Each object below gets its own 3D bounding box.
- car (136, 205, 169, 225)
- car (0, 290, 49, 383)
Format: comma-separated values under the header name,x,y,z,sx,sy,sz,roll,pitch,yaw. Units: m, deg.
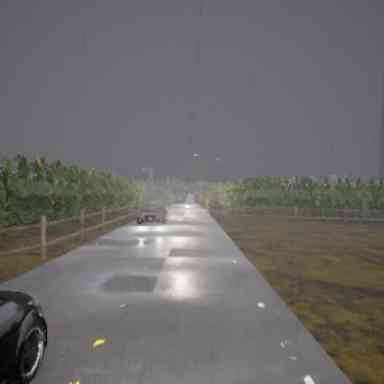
name,x,y,z,sx,sy,sz,roll,pitch,yaw
car,-2.791,1.615,24.332,1.994,1.385,4.181,0,0,1
car,-2.835,1.563,2.581,1.994,1.385,4.181,0,0,0
